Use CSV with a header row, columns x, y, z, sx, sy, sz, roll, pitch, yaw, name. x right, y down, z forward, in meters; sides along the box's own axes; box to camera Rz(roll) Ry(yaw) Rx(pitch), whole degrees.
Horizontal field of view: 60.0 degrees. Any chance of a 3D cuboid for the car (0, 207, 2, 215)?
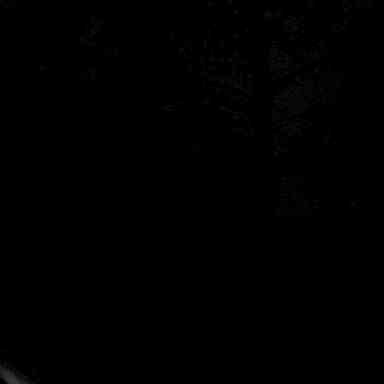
x,y,z,sx,sy,sz,roll,pitch,yaw,name
-18.949,1.676,30.126,1.895,1.301,4.718,-1,0,-13,car
